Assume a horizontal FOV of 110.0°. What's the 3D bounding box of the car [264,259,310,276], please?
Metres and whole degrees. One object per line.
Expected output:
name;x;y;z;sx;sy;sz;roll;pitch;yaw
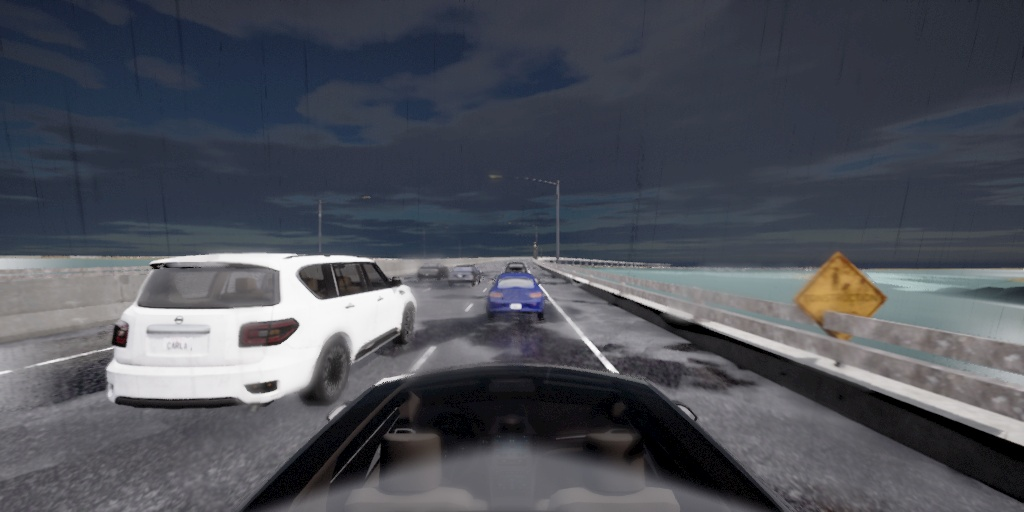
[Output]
car;-24.223;1.174;38.817;2.097;1.767;4.553;0;0;1

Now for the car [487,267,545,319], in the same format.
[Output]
car;0.139;1.301;12.735;1.812;1.442;4.674;0;0;1

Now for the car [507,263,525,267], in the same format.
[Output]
car;0.342;1.317;30.802;1.837;1.490;4.892;0;0;1

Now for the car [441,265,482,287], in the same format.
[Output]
car;-3.240;1.349;25.301;2.033;1.411;5.357;0;0;1

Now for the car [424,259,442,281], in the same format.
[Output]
car;-6.660;1.302;30.739;2.128;1.511;4.902;0;0;1

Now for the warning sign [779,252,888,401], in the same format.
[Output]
warning sign;4.558;0.875;4.979;1.300;1.860;1.060;0;0;0

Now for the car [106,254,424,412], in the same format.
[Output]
car;-3.418;0.985;6.383;2.150;2.045;5.566;0;0;1
